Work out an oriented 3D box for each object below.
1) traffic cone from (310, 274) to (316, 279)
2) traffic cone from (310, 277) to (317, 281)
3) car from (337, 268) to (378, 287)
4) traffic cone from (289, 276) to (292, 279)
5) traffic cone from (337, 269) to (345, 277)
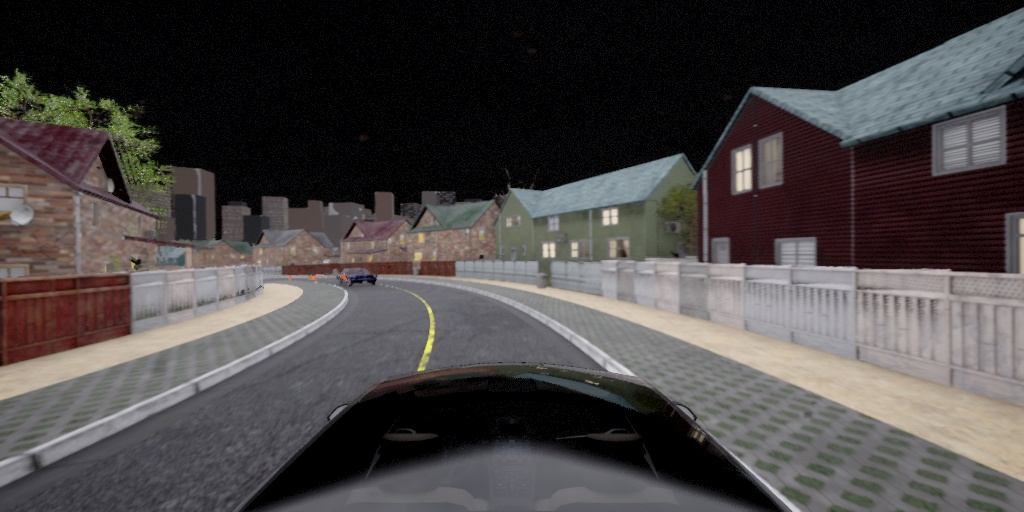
[{"bbox_3d":[-15.038,1.213,26.805,0.340,0.580,0.340,0,0,-27],"label":"traffic cone"},{"bbox_3d":[-16.765,1.558,30.065,0.340,0.580,0.340,0,0,44],"label":"traffic cone"},{"bbox_3d":[-11.767,1.579,27.166,1.895,1.301,4.718,0,-1,-38],"label":"car"},{"bbox_3d":[-21.802,1.684,35.267,0.340,0.580,0.340,0,0,44],"label":"traffic cone"},{"bbox_3d":[-12.029,1.006,25.462,0.340,0.580,0.340,0,0,-41],"label":"traffic cone"}]
